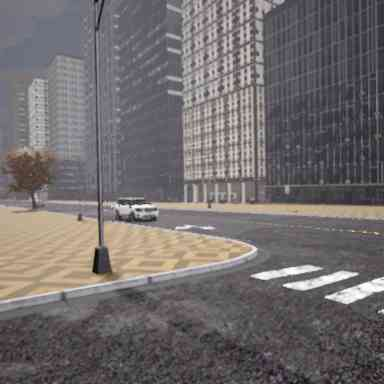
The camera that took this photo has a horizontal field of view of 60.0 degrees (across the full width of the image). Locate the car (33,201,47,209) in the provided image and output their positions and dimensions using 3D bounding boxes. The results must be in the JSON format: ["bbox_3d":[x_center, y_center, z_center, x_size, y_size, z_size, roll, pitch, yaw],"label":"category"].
[{"bbox_3d":[-30.538,2.523,66.584,2.033,1.411,5.357,-2,0,-35],"label":"car"}]

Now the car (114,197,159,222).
[{"bbox_3d":[-5.098,1.503,29.725,2.150,2.045,5.566,-2,0,-35],"label":"car"}]
